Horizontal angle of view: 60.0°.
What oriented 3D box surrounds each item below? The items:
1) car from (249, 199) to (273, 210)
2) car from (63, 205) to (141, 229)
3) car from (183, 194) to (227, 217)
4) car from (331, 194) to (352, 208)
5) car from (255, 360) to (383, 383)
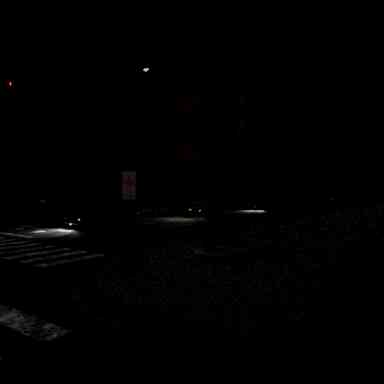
[{"bbox_3d":[9.084,1.636,43.378,1.994,1.385,4.181,0,0,36],"label":"car"},{"bbox_3d":[-5.836,1.568,22.358,2.033,1.411,5.357,0,0,35],"label":"car"},{"bbox_3d":[1.401,1.263,32.581,2.150,2.045,5.566,0,0,35],"label":"car"},{"bbox_3d":[23.386,1.342,52.033,2.150,2.045,5.566,0,0,35],"label":"car"},{"bbox_3d":[2.143,1.551,1.314,4.403,1.369,2.008,0,0,36],"label":"car"}]
